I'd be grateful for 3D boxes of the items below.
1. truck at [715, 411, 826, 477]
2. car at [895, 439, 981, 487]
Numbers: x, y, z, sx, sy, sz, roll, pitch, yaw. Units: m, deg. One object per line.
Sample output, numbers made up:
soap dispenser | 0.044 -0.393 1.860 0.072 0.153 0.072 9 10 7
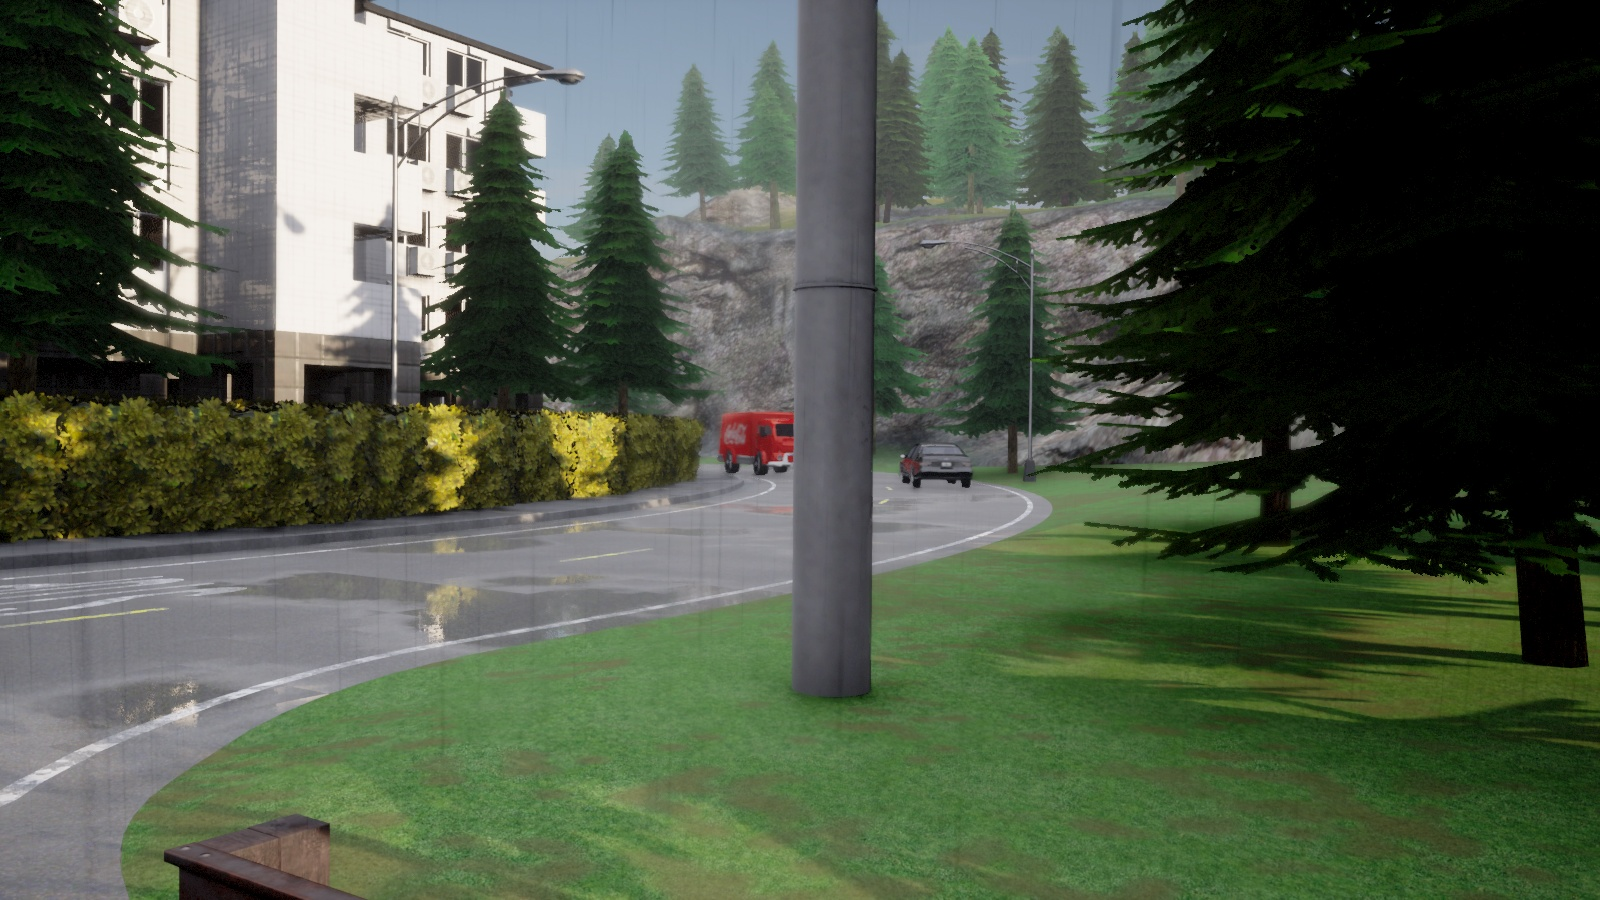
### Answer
truck | -1.247 -0.249 49.897 2.627 2.467 5.204 -1 1 -24
car | 4.360 0.362 40.572 2.033 1.411 5.357 -1 1 -2
